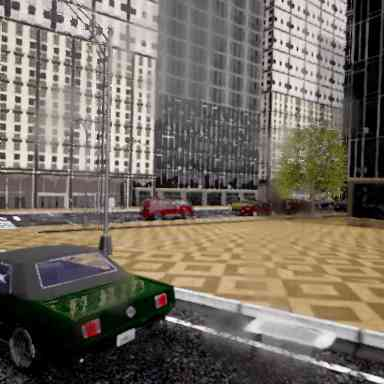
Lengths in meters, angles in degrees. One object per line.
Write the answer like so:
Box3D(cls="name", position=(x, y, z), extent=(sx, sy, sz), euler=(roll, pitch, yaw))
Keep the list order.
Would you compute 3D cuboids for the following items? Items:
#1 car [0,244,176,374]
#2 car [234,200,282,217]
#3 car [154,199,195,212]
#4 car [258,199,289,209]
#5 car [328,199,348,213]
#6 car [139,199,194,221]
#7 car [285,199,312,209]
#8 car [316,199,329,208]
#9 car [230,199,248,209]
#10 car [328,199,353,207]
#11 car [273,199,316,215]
Box3D(cls="car", position=(-2.651, 1.570, 5.573), extent=(4.718, 1.301, 1.895), euler=(0, 0, 35))
Box3D(cls="car", position=(7.104, 1.883, 35.841), extent=(4.507, 1.381, 1.887), euler=(1, 2, -34))
Box3D(cls="car", position=(-2.022, 1.583, 39.137), extent=(4.403, 1.369, 2.008), euler=(1, 2, -34))
Box3D(cls="car", position=(12.009, 1.769, 48.748), extent=(4.313, 1.339, 1.947), euler=(1, 2, -34))
Box3D(cls="car", position=(21.135, 2.076, 45.452), extent=(4.313, 1.339, 1.947), euler=(1, 1, -34))
Box3D(cls="car", position=(-2.243, 1.539, 29.429), extent=(5.009, 1.841, 2.192), euler=(1, 2, -34))
Box3D(cls="car", position=(16.685, 1.843, 51.952), extent=(4.206, 1.307, 1.802), euler=(1, 2, -34))
Box3D(cls="car", position=(21.362, 1.884, 55.155), extent=(4.313, 1.339, 1.947), euler=(1, 1, -34))
Box3D(cls="car", position=(7.192, 1.670, 45.447), extent=(4.829, 1.417, 1.752), euler=(1, 2, -34))
Box3D(cls="car", position=(26.039, 1.941, 58.358), extent=(4.313, 1.339, 1.947), euler=(1, 1, -34))
Box3D(cls="car", position=(11.787, 1.710, 39.039), extent=(5.009, 1.841, 2.192), euler=(1, 1, -34))
